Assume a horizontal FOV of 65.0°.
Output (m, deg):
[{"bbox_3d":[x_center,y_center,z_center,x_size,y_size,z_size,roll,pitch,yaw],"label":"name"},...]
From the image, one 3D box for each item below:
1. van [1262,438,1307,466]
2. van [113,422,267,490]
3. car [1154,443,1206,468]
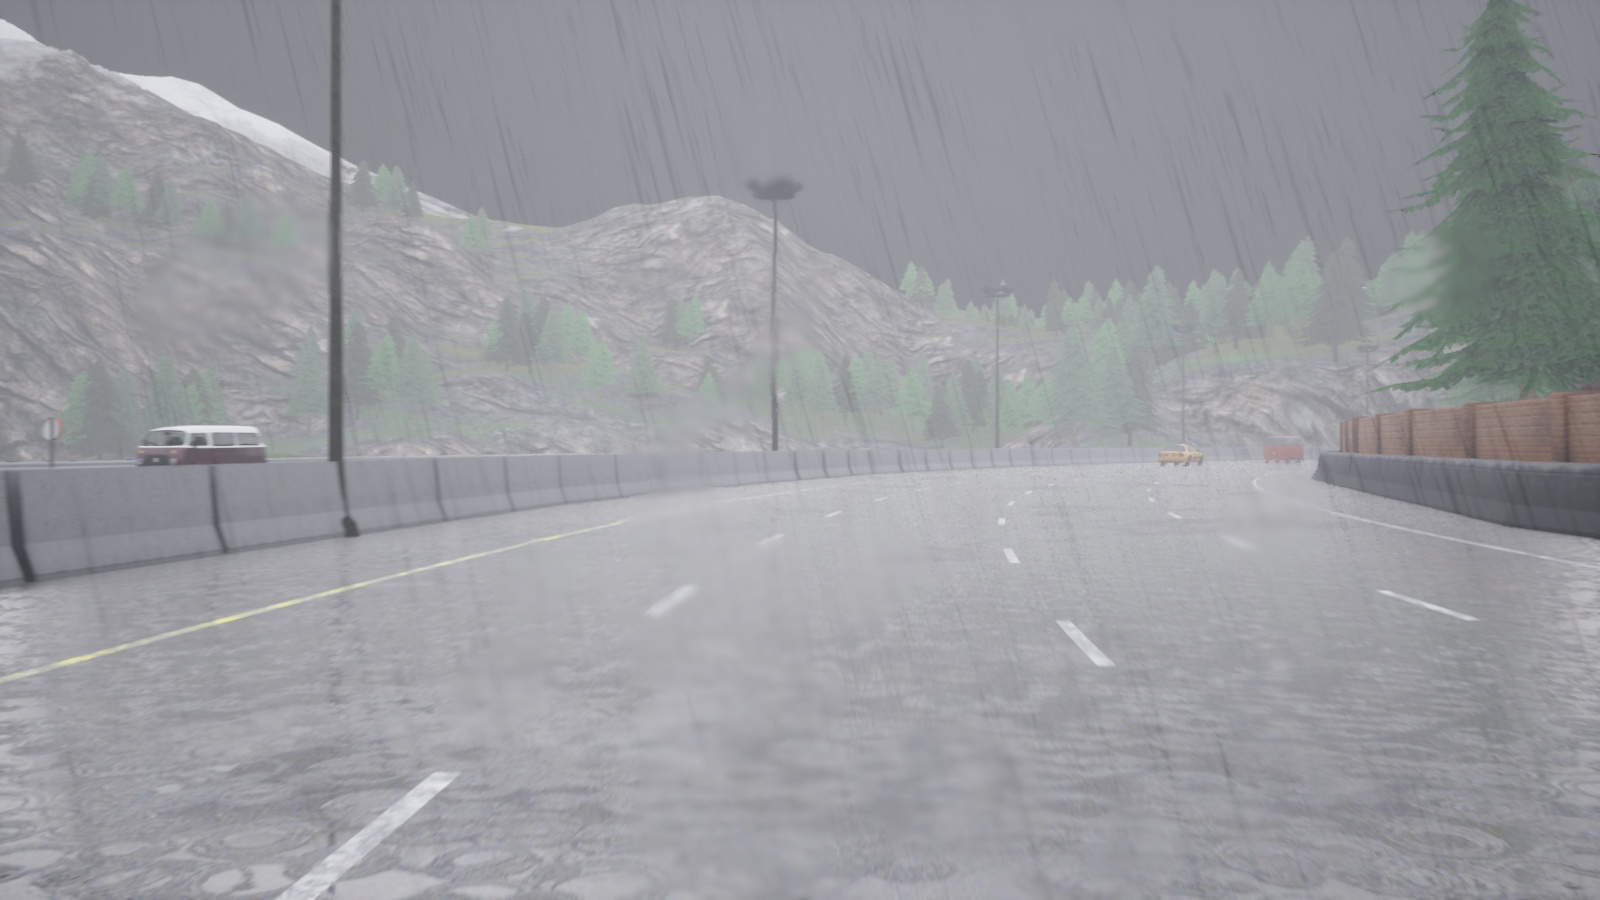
[{"bbox_3d":[34.781,0.119,90.096,1.775,1.987,4.442,0,0,38],"label":"van"},{"bbox_3d":[-19.549,0.174,40.490,2.069,2.038,4.480,0,0,13],"label":"van"},{"bbox_3d":[24.994,0.313,82.472,1.801,1.575,5.366,1,0,33],"label":"car"}]
